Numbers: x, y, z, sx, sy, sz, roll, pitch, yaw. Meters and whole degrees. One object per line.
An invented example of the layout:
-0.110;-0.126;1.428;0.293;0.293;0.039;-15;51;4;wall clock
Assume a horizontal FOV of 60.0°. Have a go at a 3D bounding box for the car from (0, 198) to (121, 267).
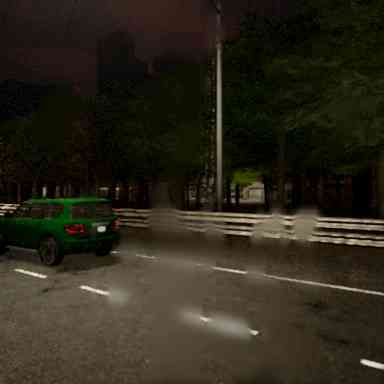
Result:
-4.931;1.225;11.681;5.566;2.045;2.150;0;0;35;car
